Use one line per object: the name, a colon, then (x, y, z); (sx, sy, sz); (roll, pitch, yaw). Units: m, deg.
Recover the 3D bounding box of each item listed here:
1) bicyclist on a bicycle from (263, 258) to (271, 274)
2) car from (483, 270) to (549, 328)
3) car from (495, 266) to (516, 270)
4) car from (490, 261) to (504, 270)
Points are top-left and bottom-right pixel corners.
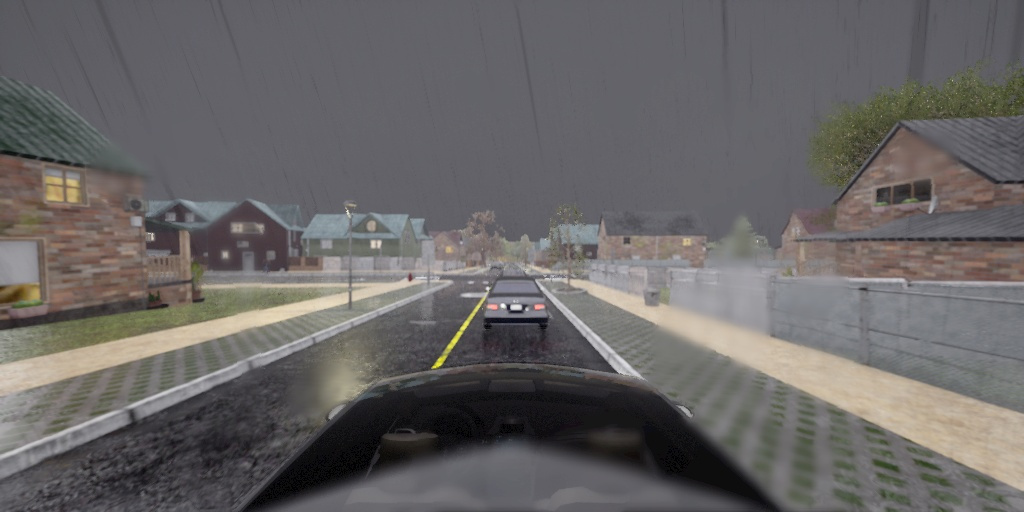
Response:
bicyclist on a bicycle: (-24.890, 0.979, 36.485); (0.582, 1.620, 1.656); (0, 3, -16)
car: (0.098, 1.348, 11.499); (2.033, 1.411, 5.357); (0, 0, 0)
car: (0.087, 1.466, 22.005); (1.895, 1.301, 4.718); (0, 0, 0)
car: (-2.811, 1.708, 63.838); (1.837, 1.490, 4.892); (0, -1, 1)
